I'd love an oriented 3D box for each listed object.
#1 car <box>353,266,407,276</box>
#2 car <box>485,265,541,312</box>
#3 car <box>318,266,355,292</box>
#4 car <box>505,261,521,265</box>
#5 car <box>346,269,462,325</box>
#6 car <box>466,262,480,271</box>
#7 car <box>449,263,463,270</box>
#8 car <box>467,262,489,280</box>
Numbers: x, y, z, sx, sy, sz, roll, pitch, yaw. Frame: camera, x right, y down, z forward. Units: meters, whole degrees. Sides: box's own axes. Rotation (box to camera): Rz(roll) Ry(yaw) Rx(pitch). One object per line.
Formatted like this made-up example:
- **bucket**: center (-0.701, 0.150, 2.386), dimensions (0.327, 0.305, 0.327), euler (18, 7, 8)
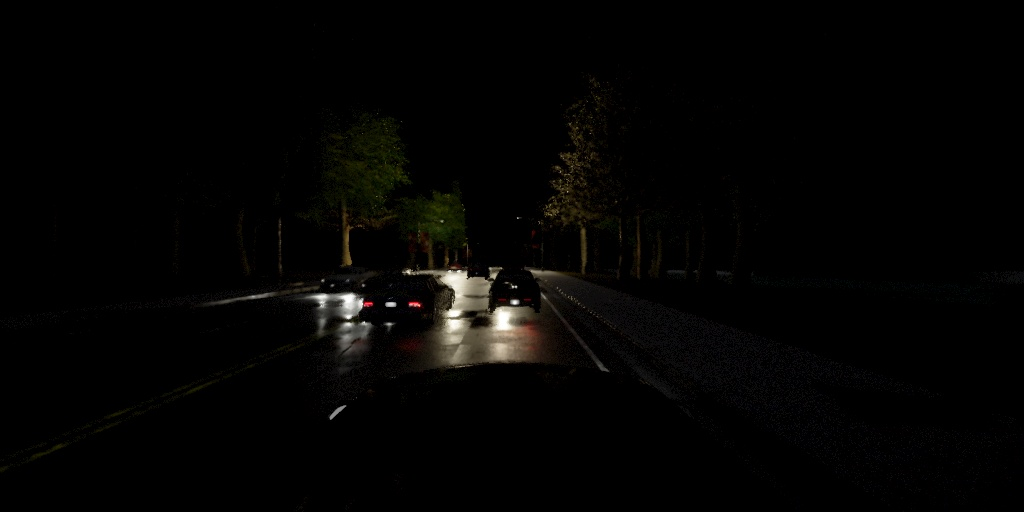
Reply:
- **car**: center (-6.602, 1.367, 20.087), dimensions (2.033, 1.411, 5.357), euler (0, 0, 0)
- **car**: center (0.096, 1.291, 14.329), dimensions (1.837, 1.490, 4.892), euler (0, 0, 0)
- **car**: center (-9.851, 1.358, 21.991), dimensions (1.812, 1.442, 4.674), euler (0, 0, 0)
- **car**: center (0.096, 1.272, 32.376), dimensions (2.097, 1.767, 4.553), euler (0, -1, 0)
- **car**: center (-3.151, 1.322, 11.838), dimensions (2.033, 1.411, 5.357), euler (0, 0, 0)
- **car**: center (-6.551, 1.827, 61.018), dimensions (1.837, 1.490, 4.892), euler (0, -1, 1)
- **car**: center (-9.791, 1.877, 62.467), dimensions (1.812, 1.442, 4.674), euler (0, -1, 1)
- **car**: center (-3.155, 1.419, 34.451), dimensions (1.882, 1.535, 5.008), euler (0, -1, 0)
